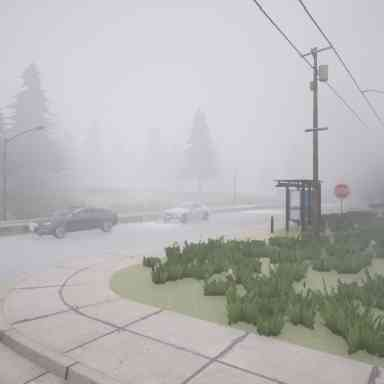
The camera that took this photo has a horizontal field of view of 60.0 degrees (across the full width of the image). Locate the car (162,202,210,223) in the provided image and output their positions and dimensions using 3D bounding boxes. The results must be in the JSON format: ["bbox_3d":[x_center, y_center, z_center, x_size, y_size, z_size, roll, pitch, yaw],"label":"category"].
[{"bbox_3d":[-0.340,1.526,25.856,1.812,1.442,4.674,0,0,36],"label":"car"}]

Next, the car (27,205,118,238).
[{"bbox_3d":[-6.184,1.492,17.782,2.128,1.511,4.902,0,0,36],"label":"car"}]

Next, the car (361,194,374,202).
[{"bbox_3d":[40.389,1.355,76.486,2.097,1.767,4.553,0,0,36],"label":"car"}]
